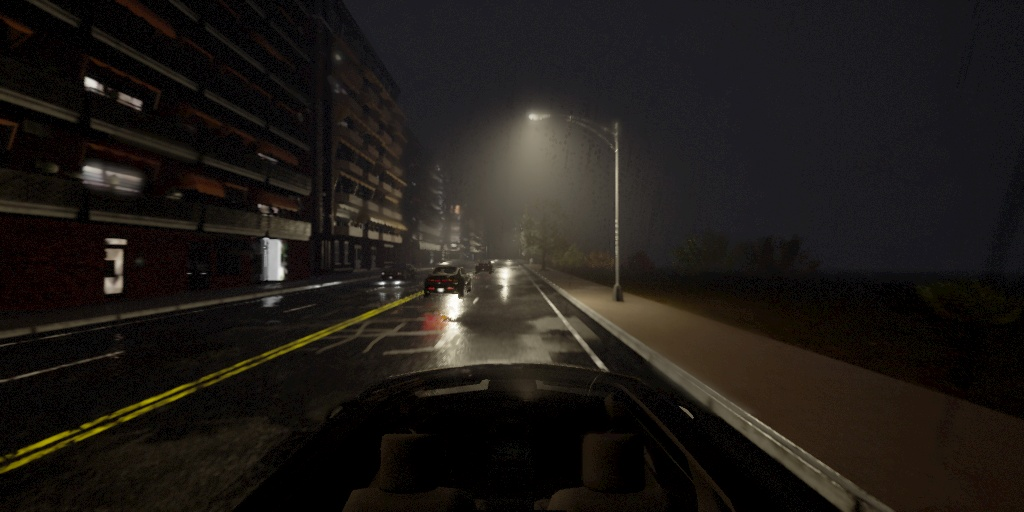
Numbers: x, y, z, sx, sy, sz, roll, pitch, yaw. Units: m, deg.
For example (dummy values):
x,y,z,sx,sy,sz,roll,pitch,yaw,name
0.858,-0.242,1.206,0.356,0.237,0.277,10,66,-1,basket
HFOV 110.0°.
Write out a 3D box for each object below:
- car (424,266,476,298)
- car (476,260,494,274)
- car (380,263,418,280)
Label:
x,y,z,sx,sy,sz,roll,pitch,yaw,name
-3.153,1.255,18.311,1.837,1.490,4.892,0,0,0,car
-3.160,1.240,41.800,2.128,1.511,4.902,0,0,0,car
-9.756,1.340,31.508,2.033,1.411,5.357,0,0,0,car
